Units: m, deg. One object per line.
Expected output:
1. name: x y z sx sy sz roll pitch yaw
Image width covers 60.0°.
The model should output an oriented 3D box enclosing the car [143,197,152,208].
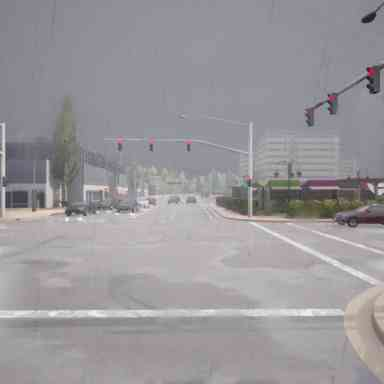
1. car: -7.187 1.526 46.814 1.812 1.442 4.674 0 0 0

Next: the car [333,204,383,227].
1. car: 11.762 1.526 21.876 4.674 1.442 1.812 0 0 1

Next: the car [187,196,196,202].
1. car: -0.149 1.468 74.826 1.895 1.301 4.718 0 0 0

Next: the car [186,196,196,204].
1. car: -0.128 1.491 64.521 2.128 1.511 4.902 0 0 0

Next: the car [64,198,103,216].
1. car: -10.664 1.547 32.535 2.033 1.411 5.357 0 0 0

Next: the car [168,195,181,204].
1. car: -3.628 1.547 64.514 2.033 1.411 5.357 0 0 0

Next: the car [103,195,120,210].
1. car: -10.682 1.505 42.091 1.837 1.490 4.892 0 0 0

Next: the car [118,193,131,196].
1. car: -10.701 1.221 52.077 2.150 2.045 5.566 0 0 0

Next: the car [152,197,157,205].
1. car: -7.194 1.564 56.775 1.994 1.385 4.181 0 0 0

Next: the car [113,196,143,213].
1. car: -7.175 1.505 37.629 1.837 1.490 4.892 0 0 0

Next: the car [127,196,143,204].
1. car: -10.675 1.547 62.774 2.033 1.411 5.357 0 0 1

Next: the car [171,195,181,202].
1. car: -3.649 1.425 74.787 1.994 1.385 4.181 0 0 0
